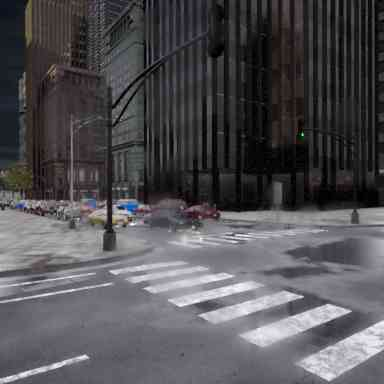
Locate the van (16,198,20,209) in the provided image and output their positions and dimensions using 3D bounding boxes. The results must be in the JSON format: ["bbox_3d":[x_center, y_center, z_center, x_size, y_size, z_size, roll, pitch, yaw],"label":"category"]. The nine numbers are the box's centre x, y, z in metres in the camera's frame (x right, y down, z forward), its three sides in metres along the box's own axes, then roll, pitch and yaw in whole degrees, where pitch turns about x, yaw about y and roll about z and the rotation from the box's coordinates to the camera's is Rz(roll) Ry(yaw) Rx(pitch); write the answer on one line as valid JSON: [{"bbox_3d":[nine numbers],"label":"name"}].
[{"bbox_3d":[-26.129,2.124,52.436,1.690,1.788,3.998,-1,0,-35],"label":"van"}]

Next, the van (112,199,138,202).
[{"bbox_3d":[-8.194,1.833,41.929,1.690,1.788,3.998,-1,0,-35],"label":"van"}]

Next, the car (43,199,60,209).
[{"bbox_3d":[-27.011,2.240,63.831,2.097,1.767,4.553,0,-1,-35],"label":"car"}]

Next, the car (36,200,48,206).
[{"bbox_3d":[-37.684,2.711,83.454,2.008,1.369,4.403,-1,0,-35],"label":"car"}]

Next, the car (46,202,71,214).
[{"bbox_3d":[-18.871,2.146,46.918,2.128,1.511,4.902,0,-1,-35],"label":"car"}]

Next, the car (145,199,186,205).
[{"bbox_3d":[-2.315,1.668,33.625,2.192,1.841,5.009,-1,0,-35],"label":"car"}]

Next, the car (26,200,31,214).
[{"bbox_3d":[-20.470,2.197,44.468,1.887,1.381,4.507,-1,0,-35],"label":"car"}]

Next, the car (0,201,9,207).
[{"bbox_3d":[-44.332,2.773,78.092,1.802,1.307,4.206,-1,0,-35],"label":"car"}]

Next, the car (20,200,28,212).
[{"bbox_3d":[-23.299,2.158,48.452,1.967,1.590,4.097,-1,0,-35],"label":"car"}]

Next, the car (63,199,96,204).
[{"bbox_3d":[-12.890,1.867,38.417,2.097,1.767,4.553,0,-1,-35],"label":"car"}]

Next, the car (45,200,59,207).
[{"bbox_3d":[-31.662,2.596,74.969,1.947,1.339,4.313,-1,0,-35],"label":"car"}]

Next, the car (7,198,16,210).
[{"bbox_3d":[-31.886,2.355,60.550,1.967,1.590,4.097,-1,0,-35],"label":"car"}]

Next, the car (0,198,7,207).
[{"bbox_3d":[-41.221,2.668,73.707,1.887,1.381,4.507,-1,0,-35],"label":"car"}]

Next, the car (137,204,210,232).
[{"bbox_3d":[-1.414,1.791,22.180,2.033,1.411,5.357,0,-1,-35],"label":"car"}]

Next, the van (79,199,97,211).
[{"bbox_3d":[-17.012,2.038,54.384,1.690,1.788,3.998,-1,0,-35],"label":"van"}]

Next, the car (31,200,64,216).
[{"bbox_3d":[-17.647,1.901,40.484,2.192,1.841,5.009,-1,0,-35],"label":"car"}]

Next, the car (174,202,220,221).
[{"bbox_3d":[0.630,1.828,29.473,1.887,1.381,4.507,-1,0,-35],"label":"car"}]

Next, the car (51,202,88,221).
[{"bbox_3d":[-11.986,2.004,32.515,2.008,1.369,4.403,-1,0,-35],"label":"car"}]

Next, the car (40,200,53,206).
[{"bbox_3d":[-34.674,2.662,79.212,1.947,1.339,4.313,-1,0,-35],"label":"car"}]

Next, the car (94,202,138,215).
[{"bbox_3d":[-7.012,1.902,30.122,1.812,1.442,4.674,0,-1,-35],"label":"car"}]

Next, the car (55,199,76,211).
[{"bbox_3d":[-21.289,2.109,55.784,2.097,1.767,4.553,0,-1,-36],"label":"car"}]

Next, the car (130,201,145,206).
[{"bbox_3d":[-5.249,2.004,37.777,1.802,1.307,4.206,-1,0,-35],"label":"car"}]

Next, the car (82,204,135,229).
[{"bbox_3d":[-6.233,1.843,24.408,1.752,1.417,4.829,-1,0,-35],"label":"car"}]

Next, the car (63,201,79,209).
[{"bbox_3d":[-22.630,2.408,62.242,1.802,1.307,4.206,-1,0,-35],"label":"car"}]

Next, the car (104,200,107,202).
[{"bbox_3d":[-11.133,1.875,46.080,2.192,1.841,5.009,-1,0,-35],"label":"car"}]
